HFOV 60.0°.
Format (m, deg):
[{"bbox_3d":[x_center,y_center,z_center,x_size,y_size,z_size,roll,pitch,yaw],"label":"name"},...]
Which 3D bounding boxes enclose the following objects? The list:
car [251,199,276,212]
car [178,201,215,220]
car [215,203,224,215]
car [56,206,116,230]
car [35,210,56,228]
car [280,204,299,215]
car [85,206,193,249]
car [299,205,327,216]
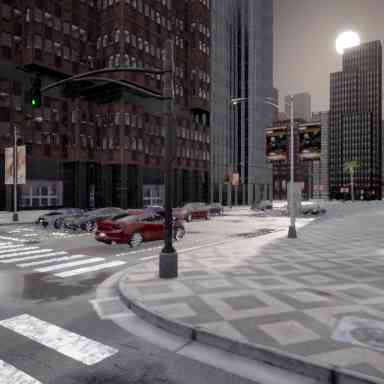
[{"bbox_3d":[10.881,2.078,51.764,2.097,1.767,4.553,0,-1,35],"label":"car"},{"bbox_3d":[-0.210,1.736,30.585,2.097,1.767,4.553,0,-1,35],"label":"car"},{"bbox_3d":[1.993,2.008,39.332,1.837,1.490,4.892,0,-1,35],"label":"car"},{"bbox_3d":[-6.158,1.740,22.172,1.837,1.490,4.892,0,-1,35],"label":"car"},{"bbox_3d":[-8.928,1.792,23.882,1.994,1.385,4.181,0,-1,35],"label":"car"},{"bbox_3d":[13.338,2.262,43.794,1.895,1.301,4.718,0,-1,35],"label":"car"},{"bbox_3d":[-2.323,1.681,15.988,1.882,1.535,5.008,0,-1,35],"label":"car"},{"bbox_3d":[14.994,2.241,40.506,1.895,1.301,4.718,0,-1,35],"label":"car"}]
